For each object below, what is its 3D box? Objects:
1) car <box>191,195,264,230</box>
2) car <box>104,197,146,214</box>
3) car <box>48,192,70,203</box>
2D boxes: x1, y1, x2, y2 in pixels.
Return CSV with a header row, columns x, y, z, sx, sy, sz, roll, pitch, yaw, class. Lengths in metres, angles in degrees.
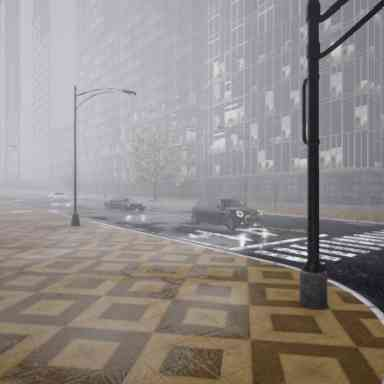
x,y,z,sx,sy,sz,roll,pitch,yaw,class
1.945,1.104,19.239,2.097,1.767,4.553,0,1,-38,car
-5.923,1.120,29.214,1.895,1.301,4.718,0,1,-38,car
-17.943,0.685,44.638,1.812,1.442,4.674,0,1,-38,car
